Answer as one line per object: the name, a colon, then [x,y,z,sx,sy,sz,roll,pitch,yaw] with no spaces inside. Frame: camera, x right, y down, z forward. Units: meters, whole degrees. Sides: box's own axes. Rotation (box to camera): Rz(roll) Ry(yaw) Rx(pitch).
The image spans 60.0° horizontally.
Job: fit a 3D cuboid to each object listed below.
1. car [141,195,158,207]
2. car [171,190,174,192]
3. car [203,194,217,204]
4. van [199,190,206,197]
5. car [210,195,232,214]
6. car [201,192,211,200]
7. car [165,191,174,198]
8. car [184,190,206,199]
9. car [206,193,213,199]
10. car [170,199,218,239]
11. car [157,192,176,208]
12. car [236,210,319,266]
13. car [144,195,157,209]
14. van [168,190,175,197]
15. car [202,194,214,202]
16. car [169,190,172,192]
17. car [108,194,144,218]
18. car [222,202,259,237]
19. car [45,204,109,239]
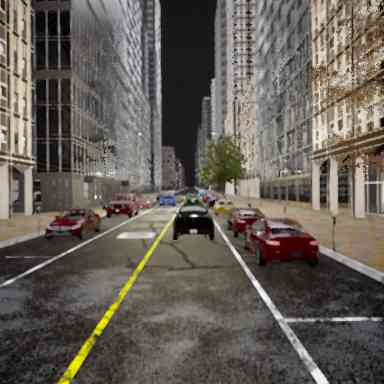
car: [-5.653,1.112,44.606,1.752,1.417,4.829,0,1,0]
car: [-5.634,0.810,73.152,2.008,1.369,4.403,0,1,0]
car: [2.730,0.995,50.425,1.887,1.381,4.507,0,1,0]
van: [2.758,0.319,90.141,1.690,1.788,3.998,0,1,0]
car: [2.715,1.221,27.896,1.752,1.417,4.829,0,1,0]
car: [2.743,0.800,67.445,1.887,1.381,4.507,0,1,0]
car: [-5.626,0.561,84.500,1.967,1.590,4.097,0,1,0]
car: [0.114,0.970,37.259,2.097,1.767,4.553,0,1,0]
car: [2.723,1.142,39.076,1.947,1.339,4.313,0,1,0]
car: [0.080,1.346,16.233,1.837,1.490,4.892,0,1,0]
car: [-2.974,1.081,41.038,1.882,1.535,5.008,0,1,0]
car: [2.703,1.454,10.703,1.802,1.307,4.206,0,1,0]
car: [-5.657,1.088,39.099,1.967,1.590,4.097,0,1,0]
van: [-5.622,0.391,90.173,1.690,1.788,3.998,0,1,0]
car: [2.735,0.968,56.098,1.802,1.307,4.206,0,1,0]
car: [-5.638,0.872,67.475,1.887,1.381,4.507,0,1,0]
car: [-5.665,1.085,27.747,2.192,1.841,5.009,0,1,0]
car: [2.708,1.397,16.378,1.802,1.307,4.206,0,1,0]
car: [-5.673,1.469,16.398,1.802,1.307,4.206,0,1,0]
